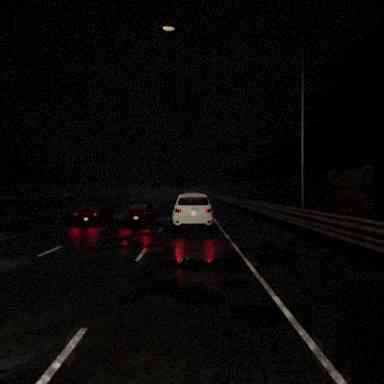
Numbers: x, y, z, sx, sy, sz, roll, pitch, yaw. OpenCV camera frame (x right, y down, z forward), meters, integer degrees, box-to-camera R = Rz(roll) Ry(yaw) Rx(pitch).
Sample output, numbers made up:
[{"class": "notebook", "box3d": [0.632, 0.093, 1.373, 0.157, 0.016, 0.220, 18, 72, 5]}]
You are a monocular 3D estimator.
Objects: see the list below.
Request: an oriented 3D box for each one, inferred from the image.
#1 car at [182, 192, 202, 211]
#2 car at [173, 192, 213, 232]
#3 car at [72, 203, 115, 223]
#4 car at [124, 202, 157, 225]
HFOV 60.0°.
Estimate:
[{"class": "car", "box3d": [-0.044, 1.003, 38.630, 2.150, 2.045, 5.566, 0, 0, 0]}, {"class": "car", "box3d": [0.058, 1.125, 19.688, 2.150, 2.045, 5.566, 0, 0, 0]}, {"class": "car", "box3d": [-6.962, 1.478, 24.021, 1.895, 1.301, 4.718, 0, 0, 0]}, {"class": "car", "box3d": [-3.457, 1.410, 22.795, 1.812, 1.442, 4.674, 0, 0, 0]}]
